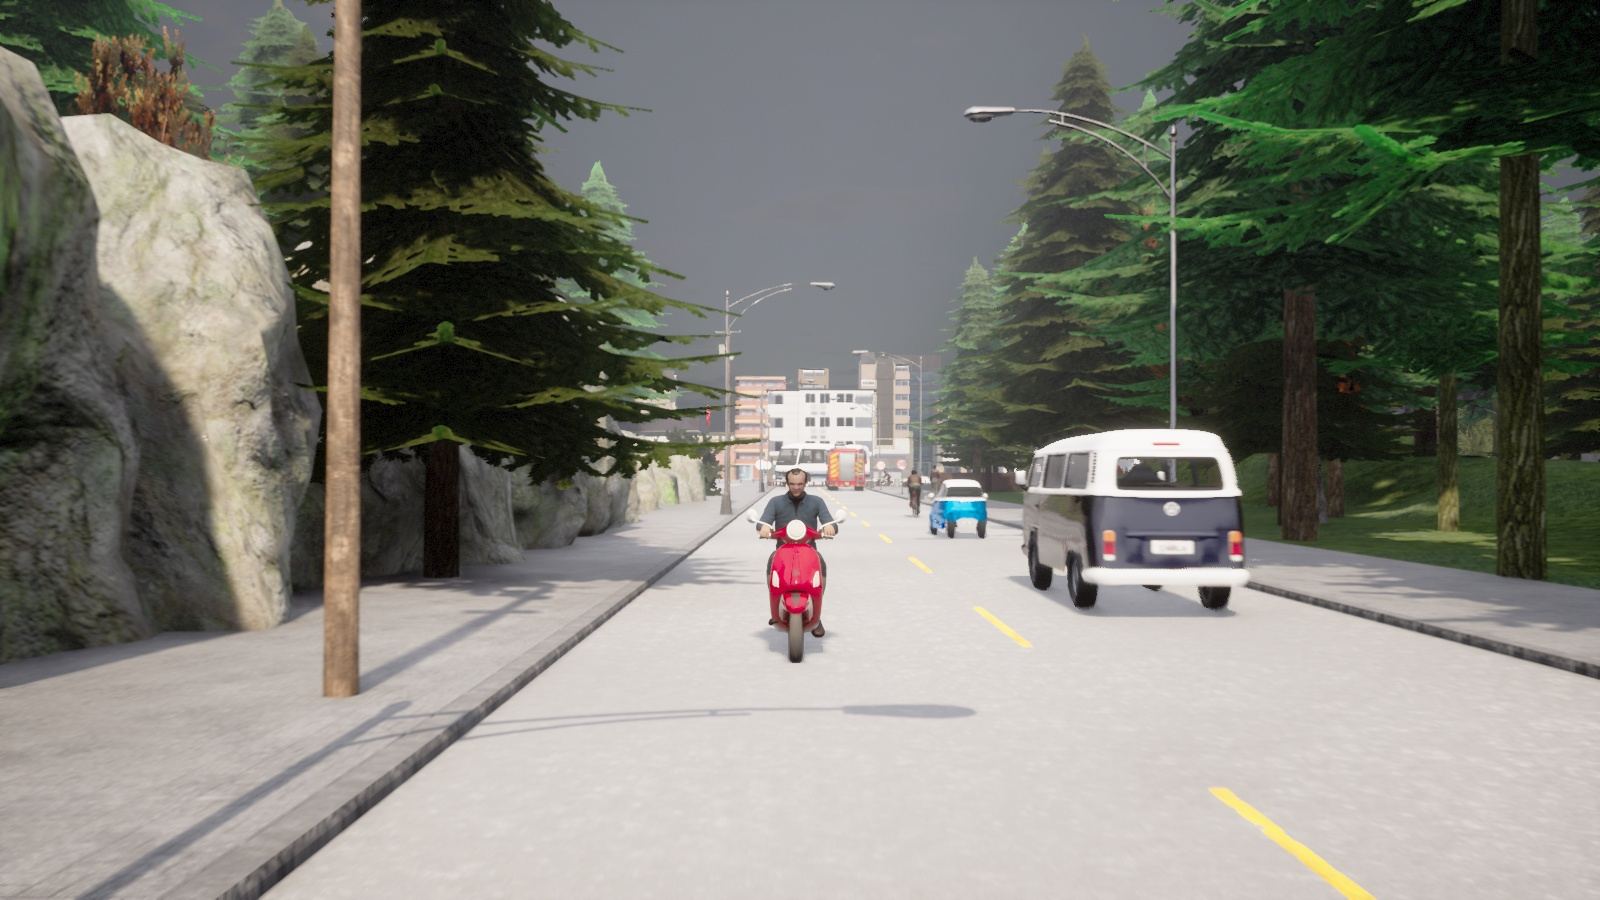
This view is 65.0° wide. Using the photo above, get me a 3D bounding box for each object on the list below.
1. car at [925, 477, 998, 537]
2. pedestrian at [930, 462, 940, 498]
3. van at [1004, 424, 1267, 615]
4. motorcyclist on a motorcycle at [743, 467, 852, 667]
[{"bbox_3d":[3.928,1.369,30.747,1.481,1.376,2.207,0,-1,0],"label":"car"},{"bbox_3d":[7.225,1.623,67.356,0.402,1.930,0.666,0,-1,-5],"label":"pedestrian"},{"bbox_3d":[3.962,0.785,15.723,2.069,2.038,4.480,0,-1,0],"label":"van"},{"bbox_3d":[-0.026,0.951,10.948,0.866,1.590,1.817,0,-1,0],"label":"motorcyclist on a motorcycle"}]
